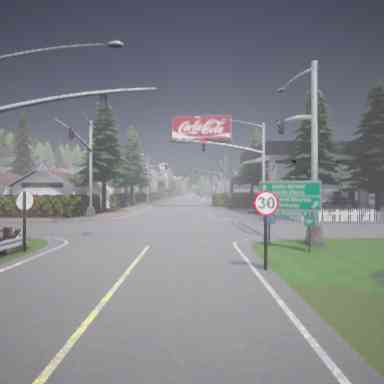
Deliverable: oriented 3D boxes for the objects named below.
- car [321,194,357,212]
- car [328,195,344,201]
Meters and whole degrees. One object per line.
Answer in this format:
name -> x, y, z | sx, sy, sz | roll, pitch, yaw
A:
car -> 14.349, 1.456, 33.887 | 3.866, 1.878, 1.905 | 0, 0, 0
car -> 34.850, 1.453, 80.761 | 2.007, 1.523, 4.514 | 0, 0, 0
